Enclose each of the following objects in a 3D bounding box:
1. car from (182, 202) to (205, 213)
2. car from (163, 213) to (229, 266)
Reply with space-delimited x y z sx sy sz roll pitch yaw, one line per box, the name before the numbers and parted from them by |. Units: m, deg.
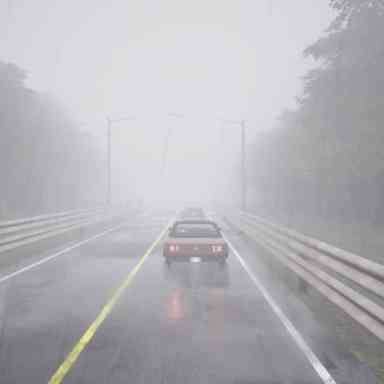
car | 0.121 1.631 29.335 1.812 1.442 4.674 1 0 0
car | 0.107 1.618 11.562 1.895 1.301 4.718 0 0 0
